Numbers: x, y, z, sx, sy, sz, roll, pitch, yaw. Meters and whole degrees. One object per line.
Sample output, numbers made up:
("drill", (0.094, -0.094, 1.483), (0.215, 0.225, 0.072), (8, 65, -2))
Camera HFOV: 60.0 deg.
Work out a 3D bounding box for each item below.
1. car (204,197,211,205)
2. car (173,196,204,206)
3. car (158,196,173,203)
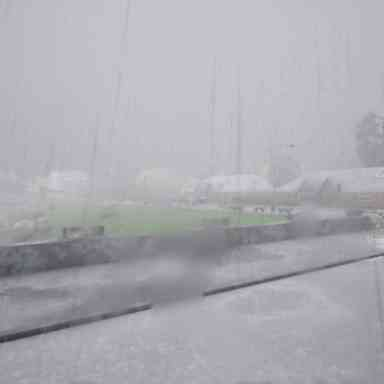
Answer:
("car", (1.271, 1.524, 58.917), (1.882, 1.535, 5.008), (0, 0, -35))
("car", (-0.582, 1.548, 54.436), (1.837, 1.490, 4.892), (0, -1, -35))
("car", (-5.048, 1.523, 67.699), (1.882, 1.535, 5.008), (0, 0, -36))
